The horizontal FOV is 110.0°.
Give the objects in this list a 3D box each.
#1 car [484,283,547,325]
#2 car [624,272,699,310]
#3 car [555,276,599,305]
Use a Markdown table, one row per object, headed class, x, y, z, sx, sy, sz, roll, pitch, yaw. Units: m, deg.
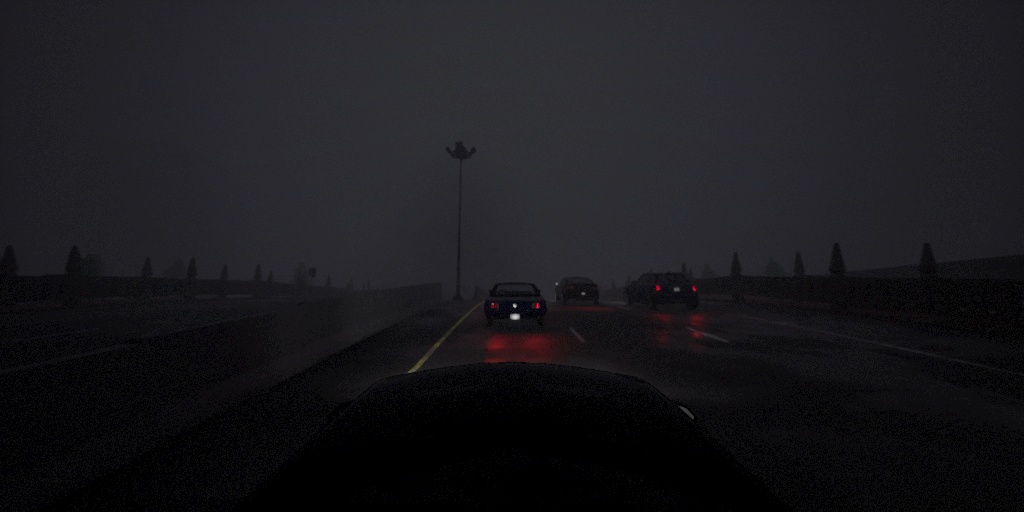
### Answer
| class | x | y | z | sx | sy | sz | roll | pitch | yaw |
| --- | --- | --- | --- | --- | --- | --- | --- | --- | --- |
| car | 0.096 | 1.585 | 12.716 | 1.895 | 1.301 | 4.718 | 0 | -3 | 0 |
| car | 7.094 | 1.593 | 17.551 | 2.097 | 1.767 | 4.553 | 0 | -4 | 0 |
| car | 3.593 | 1.926 | 20.517 | 1.882 | 1.535 | 5.008 | 0 | -4 | 0 |
